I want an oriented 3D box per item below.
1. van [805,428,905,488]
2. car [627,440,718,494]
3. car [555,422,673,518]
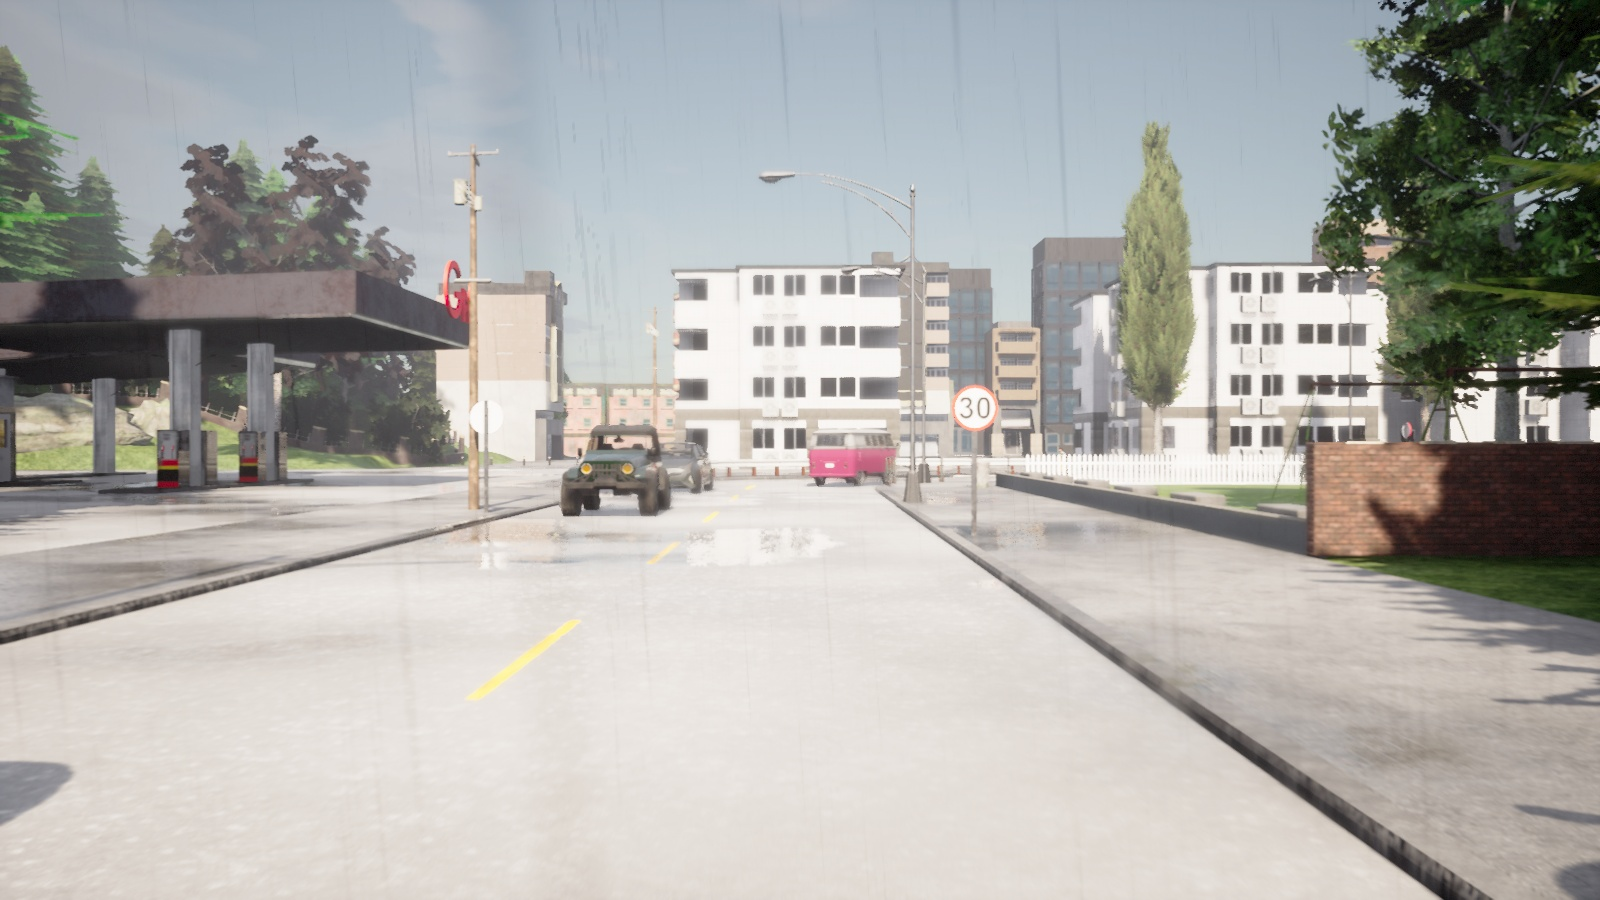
[{"bbox_3d":[1.992,0.253,44.197,1.775,1.987,4.442,0,0,28],"label":"van"},{"bbox_3d":[-3.755,0.477,37.796,2.007,1.525,4.514,0,0,4],"label":"car"},{"bbox_3d":[-3.841,0.390,26.526,1.905,1.878,3.866,0,0,0],"label":"car"}]
